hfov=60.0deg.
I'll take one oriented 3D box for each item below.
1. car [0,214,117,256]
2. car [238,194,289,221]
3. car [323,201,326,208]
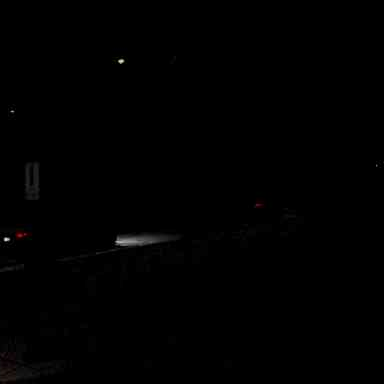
[{"bbox_3d":[-4.897,1.526,12.540,1.994,1.385,4.181,-1,0,35],"label":"car"},{"bbox_3d":[5.814,1.207,27.637,2.150,2.045,5.566,-1,0,35],"label":"car"},{"bbox_3d":[20.567,1.595,48.407,1.994,1.385,4.181,-1,-1,35],"label":"car"}]
